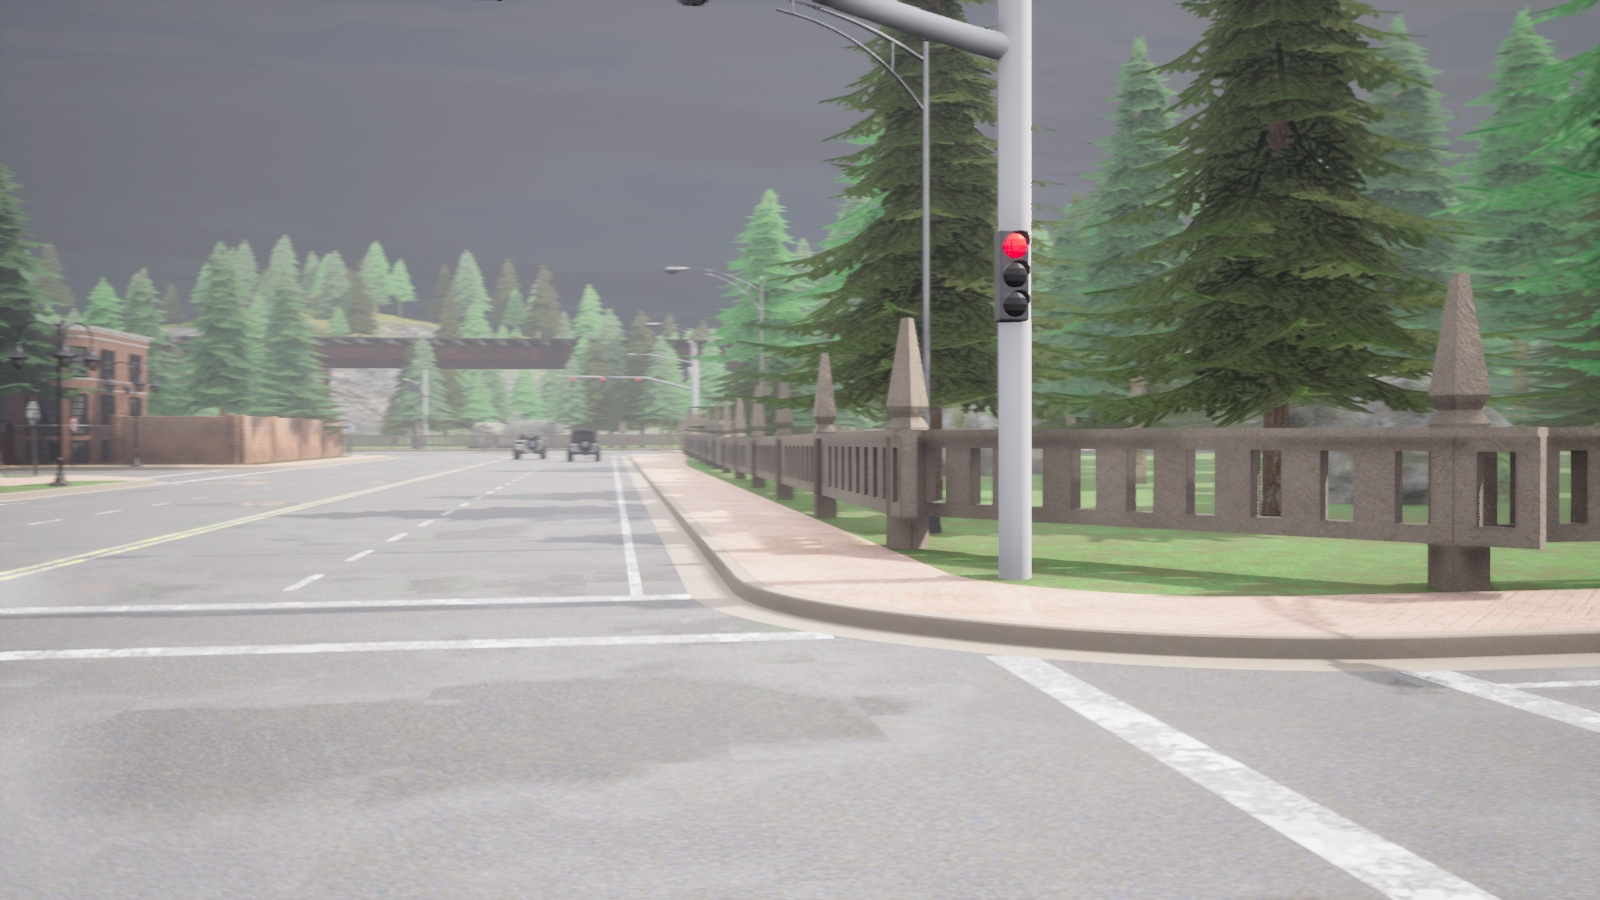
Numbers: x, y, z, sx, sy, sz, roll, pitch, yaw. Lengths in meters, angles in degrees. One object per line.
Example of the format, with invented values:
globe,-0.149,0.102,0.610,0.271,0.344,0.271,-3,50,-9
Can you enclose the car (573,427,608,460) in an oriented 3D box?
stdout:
car,-12.205,-0.379,73.281,1.905,1.878,3.866,0,1,-8

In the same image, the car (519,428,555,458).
car,-16.652,-0.459,79.557,1.932,1.855,4.605,0,1,-8
